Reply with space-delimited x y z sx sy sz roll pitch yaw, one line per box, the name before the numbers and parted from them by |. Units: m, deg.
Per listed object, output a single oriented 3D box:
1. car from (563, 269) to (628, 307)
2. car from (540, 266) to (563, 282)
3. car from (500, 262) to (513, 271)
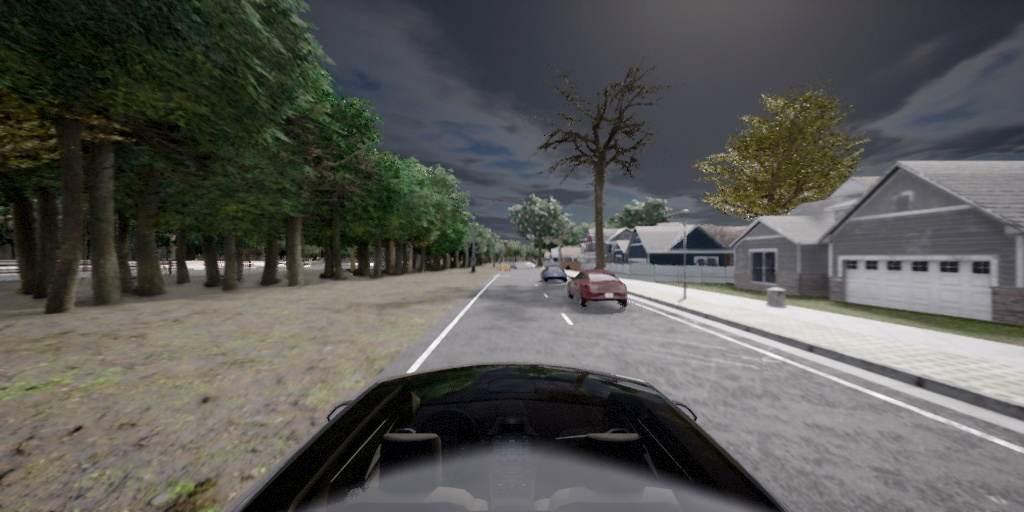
car | 3.600 1.305 15.592 1.812 1.442 4.674 0 0 0
car | 3.599 1.517 31.437 1.994 1.385 4.181 0 -1 0
car | -1.225 1.901 65.079 1.801 1.575 5.366 0 -1 0
